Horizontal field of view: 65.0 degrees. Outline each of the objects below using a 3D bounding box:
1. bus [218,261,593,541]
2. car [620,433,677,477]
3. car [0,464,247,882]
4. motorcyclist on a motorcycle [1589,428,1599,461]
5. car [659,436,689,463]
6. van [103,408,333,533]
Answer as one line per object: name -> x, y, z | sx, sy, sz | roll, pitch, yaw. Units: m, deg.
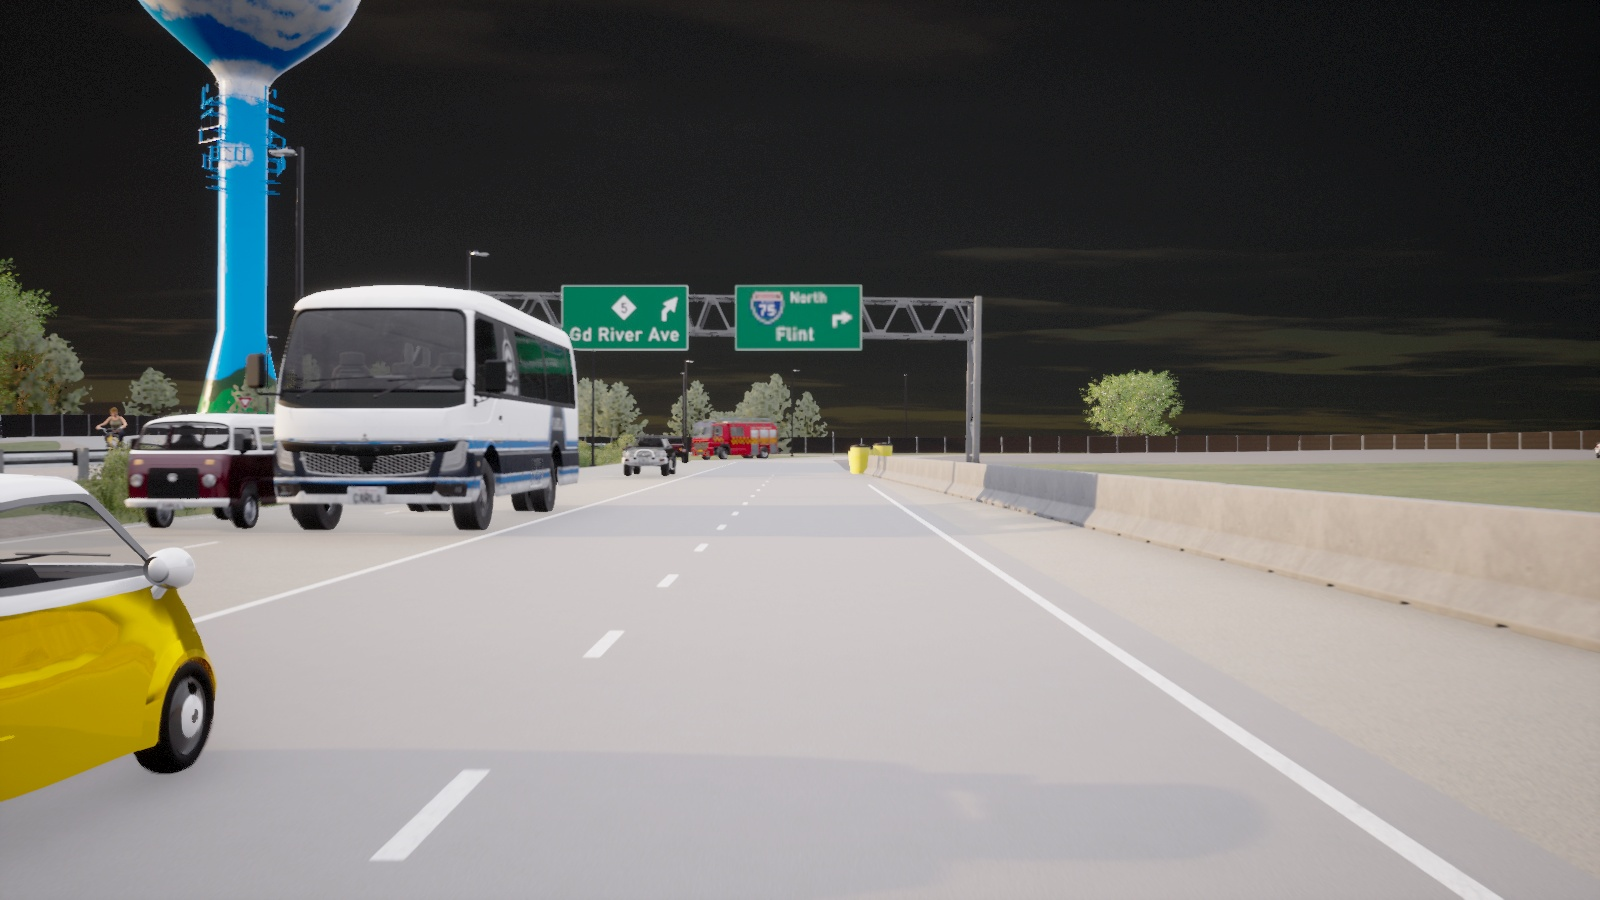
bus -> -6.844, -0.777, 24.212 | 3.944, 4.253, 10.273 | 0, 0, 0
car -> -6.660, 0.208, 55.753 | 1.932, 1.855, 4.605 | 0, 0, 0
car -> -3.456, 0.771, 5.049 | 1.481, 1.376, 2.207 | 0, 1, 0
motorcyclist on a motorcycle -> 40.060, -0.287, 62.083 | 1.817, 1.590, 0.866 | -1, 0, -23
car -> -8.914, -0.037, 88.446 | 1.905, 1.878, 3.866 | 0, 0, -9
van -> -10.353, 0.325, 22.779 | 2.069, 2.038, 4.480 | 0, 0, 0
